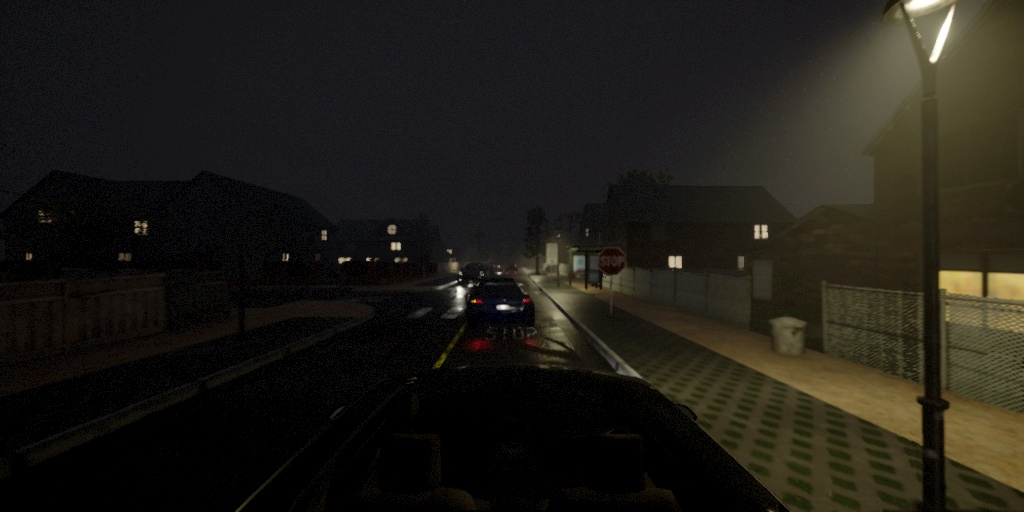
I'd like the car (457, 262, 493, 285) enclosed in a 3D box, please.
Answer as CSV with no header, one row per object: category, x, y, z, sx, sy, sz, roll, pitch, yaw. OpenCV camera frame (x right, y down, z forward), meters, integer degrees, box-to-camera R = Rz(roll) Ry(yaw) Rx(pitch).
car,-2.930,1.318,28.296,2.097,1.767,4.553,0,-1,2

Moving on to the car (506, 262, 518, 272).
car,-0.067,1.879,59.666,1.812,1.442,4.674,0,-1,0

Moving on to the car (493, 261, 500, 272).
car,-2.892,1.601,41.284,2.128,1.511,4.902,0,-1,0

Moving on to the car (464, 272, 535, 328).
car,-0.506,1.386,11.792,1.994,1.385,4.181,0,0,-7
